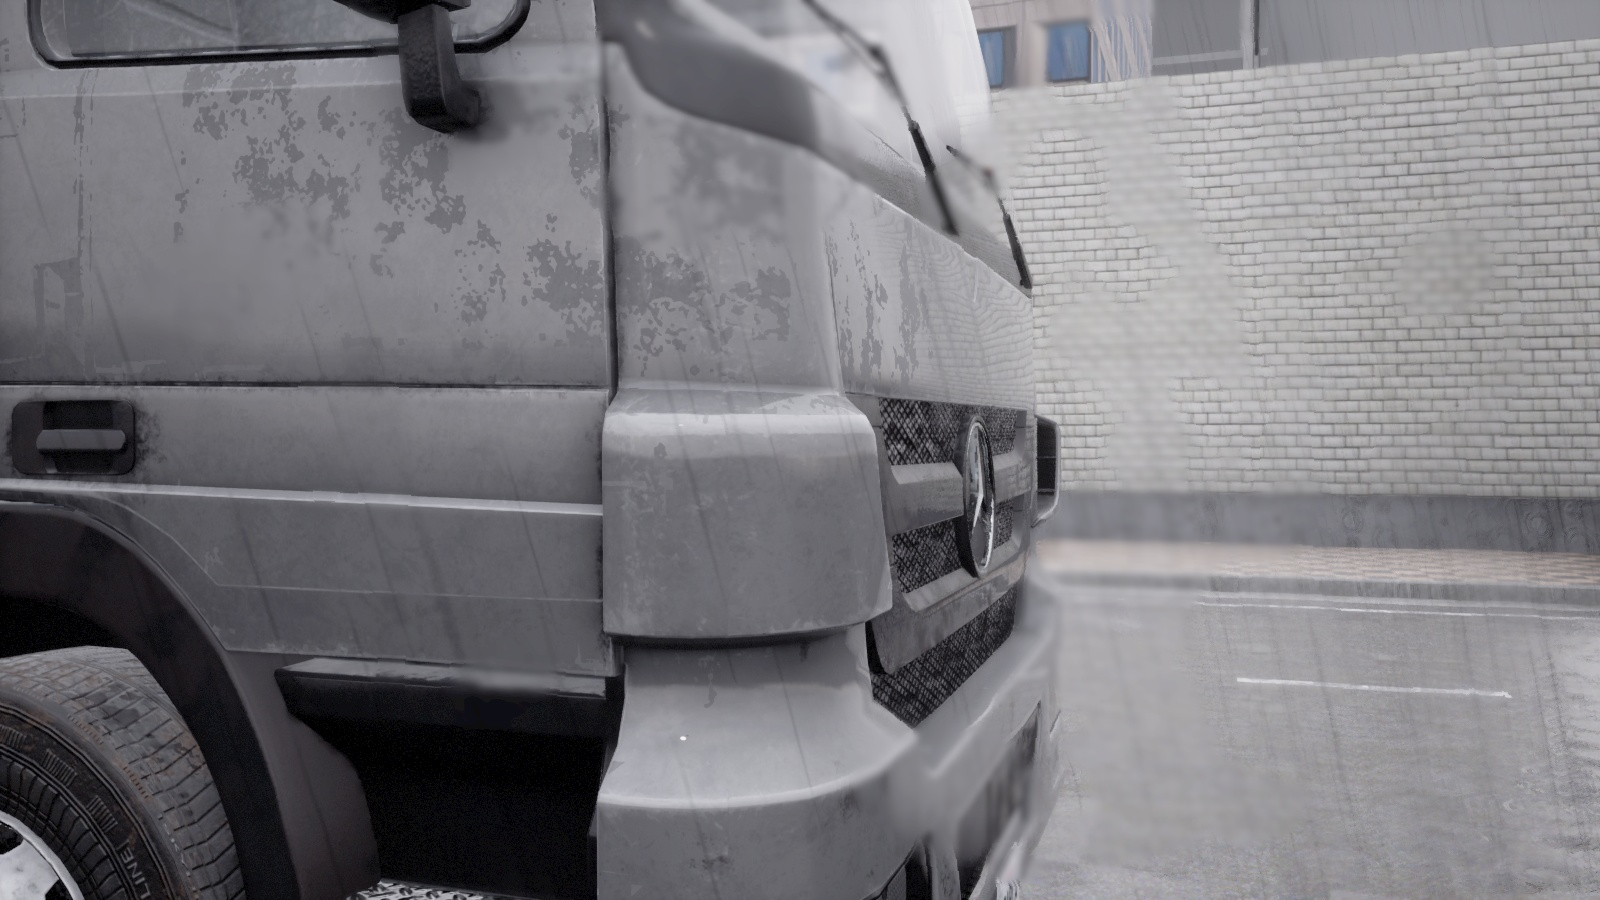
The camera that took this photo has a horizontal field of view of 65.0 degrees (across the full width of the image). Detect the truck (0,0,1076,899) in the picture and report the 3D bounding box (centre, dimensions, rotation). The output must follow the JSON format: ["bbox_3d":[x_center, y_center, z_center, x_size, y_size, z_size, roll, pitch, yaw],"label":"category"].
[{"bbox_3d":[-3.267,-0.236,4.278,7.936,3.462,2.891,1,1,19],"label":"truck"}]
